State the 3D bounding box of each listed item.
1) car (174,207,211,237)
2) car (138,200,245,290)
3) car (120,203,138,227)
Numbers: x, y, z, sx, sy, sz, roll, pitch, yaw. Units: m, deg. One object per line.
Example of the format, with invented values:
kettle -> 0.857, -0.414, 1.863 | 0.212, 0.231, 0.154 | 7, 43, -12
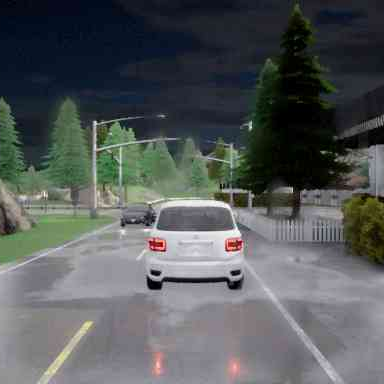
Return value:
car -> 0.015, 1.601, 18.997 | 1.895, 1.301, 4.718 | 0, 0, 0
car -> 0.063, 1.221, 9.234 | 2.150, 2.045, 5.566 | 0, 0, 0
car -> -3.610, 1.510, 22.753 | 1.837, 1.490, 4.892 | 0, 0, 0
